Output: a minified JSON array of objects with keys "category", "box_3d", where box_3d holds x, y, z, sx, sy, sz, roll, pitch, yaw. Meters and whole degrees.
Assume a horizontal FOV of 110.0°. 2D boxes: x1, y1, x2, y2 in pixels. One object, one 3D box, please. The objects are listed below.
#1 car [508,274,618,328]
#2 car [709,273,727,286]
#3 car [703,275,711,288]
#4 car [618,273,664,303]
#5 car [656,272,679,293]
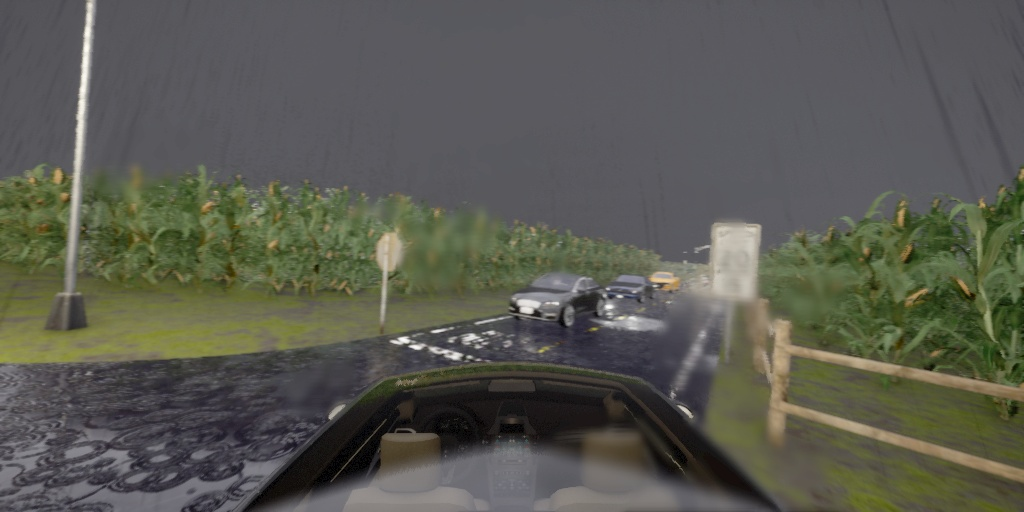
[{"category":"car","box_3d":[1.731,1.360,12.216,2.128,1.511,4.902,4,0,32]},{"category":"car","box_3d":[27.593,3.112,47.905,1.882,1.535,5.008,4,0,32]},{"category":"car","box_3d":[21.702,2.771,38.517,2.033,1.411,5.357,4,0,32]},{"category":"car","box_3d":[6.935,1.766,20.524,2.033,1.411,5.357,4,0,32]},{"category":"car","box_3d":[12.255,2.058,28.979,1.882,1.535,5.008,4,0,33]}]
